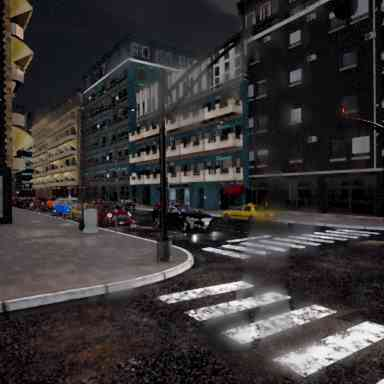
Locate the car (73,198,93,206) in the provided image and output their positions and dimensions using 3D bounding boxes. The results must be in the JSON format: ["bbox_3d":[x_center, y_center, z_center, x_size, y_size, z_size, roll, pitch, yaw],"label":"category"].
[{"bbox_3d":[-18.305,1.643,55.811,1.947,1.339,4.313,-1,1,-35],"label":"car"}]

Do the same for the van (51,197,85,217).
[{"bbox_3d":[-12.290,1.482,32.917,1.690,1.788,3.998,-1,1,-35],"label":"van"}]

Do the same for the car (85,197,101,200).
[{"bbox_3d":[-15.096,1.501,51.302,1.967,1.590,4.097,-1,1,-35],"label":"car"}]

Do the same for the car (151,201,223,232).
[{"bbox_3d":[-0.693,1.552,21.022,2.128,1.511,4.902,-1,0,-39],"label":"car"}]

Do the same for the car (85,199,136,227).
[{"bbox_3d":[-5.867,1.552,23.904,1.967,1.590,4.097,-1,1,-35],"label":"car"}]

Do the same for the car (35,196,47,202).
[{"bbox_3d":[-37.571,1.727,82.856,1.887,1.381,4.507,-1,1,-35],"label":"car"}]

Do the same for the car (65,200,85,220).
[{"bbox_3d":[-8.977,1.651,28.273,1.752,1.417,4.829,-1,1,-35],"label":"car"}]

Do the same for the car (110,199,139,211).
[{"bbox_3d":[-8.673,1.581,42.288,2.008,1.369,4.403,-1,1,-35],"label":"car"}]

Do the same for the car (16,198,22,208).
[{"bbox_3d":[-25.130,1.769,50.949,1.947,1.339,4.313,-1,1,-35],"label":"car"}]

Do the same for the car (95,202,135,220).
[{"bbox_3d":[-7.019,1.652,29.991,1.994,1.385,4.181,-1,0,-35],"label":"car"}]

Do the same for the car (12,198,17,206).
[{"bbox_3d":[-31.552,1.782,59.965,1.887,1.381,4.507,-1,1,-35],"label":"car"}]

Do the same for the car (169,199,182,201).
[{"bbox_3d":[-2.252,1.440,33.272,1.967,1.590,4.097,-1,1,-35],"label":"car"}]

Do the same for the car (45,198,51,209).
[{"bbox_3d":[-18.542,1.492,46.276,2.097,1.767,4.553,-1,1,-35],"label":"car"}]

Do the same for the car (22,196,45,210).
[{"bbox_3d":[-21.921,1.627,46.441,1.967,1.590,4.097,-1,1,-35],"label":"car"}]

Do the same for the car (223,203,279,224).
[{"bbox_3d":[4.072,1.497,24.397,1.752,1.417,4.829,-1,1,-35],"label":"car"}]

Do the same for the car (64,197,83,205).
[{"bbox_3d":[-21.516,1.644,60.318,2.008,1.369,4.403,-1,1,-35],"label":"car"}]
